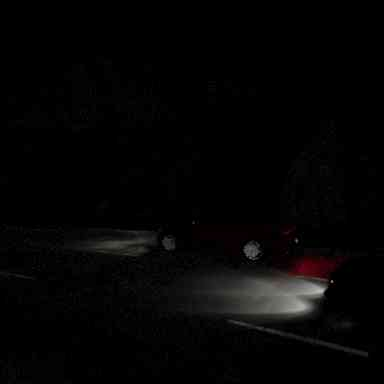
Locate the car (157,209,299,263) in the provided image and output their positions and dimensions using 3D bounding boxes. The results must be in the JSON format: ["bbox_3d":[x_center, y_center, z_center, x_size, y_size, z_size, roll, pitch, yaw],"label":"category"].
[{"bbox_3d":[1.080,1.344,11.504,5.008,1.535,1.882,0,0,31],"label":"car"}]

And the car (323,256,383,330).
[{"bbox_3d":[4.891,1.455,4.866,5.357,1.411,2.033,0,1,36],"label":"car"}]
